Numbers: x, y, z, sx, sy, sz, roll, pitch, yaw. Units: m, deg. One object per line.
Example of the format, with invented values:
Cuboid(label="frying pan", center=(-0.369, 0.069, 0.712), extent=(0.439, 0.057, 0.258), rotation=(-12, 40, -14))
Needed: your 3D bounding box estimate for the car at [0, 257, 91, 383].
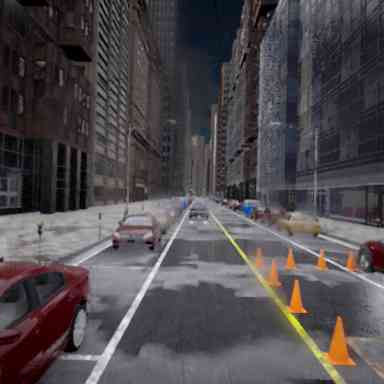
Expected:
Cuboid(label="car", center=(-2.435, 1.508, 3.448), extent=(1.887, 1.381, 4.507), rotation=(2, 0, 1))

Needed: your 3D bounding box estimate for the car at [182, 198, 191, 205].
Cuboid(label="car", center=(-1.298, 2.152, 76.259), extent=(1.947, 1.339, 4.313), rotation=(2, 0, 1))

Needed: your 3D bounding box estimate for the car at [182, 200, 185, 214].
Cuboid(label="car", center=(-1.997, 1.747, 31.452), extent=(1.887, 1.381, 4.507), rotation=(2, 0, 1))

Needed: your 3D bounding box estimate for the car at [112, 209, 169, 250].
Cuboid(label="car", center=(-2.261, 1.641, 14.649), extent=(1.802, 1.307, 4.206), rotation=(2, 0, 1))

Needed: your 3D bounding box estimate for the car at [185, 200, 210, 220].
Cuboid(label="car", center=(0.692, 1.825, 31.887), extent=(2.033, 1.411, 5.357), rotation=(2, 0, 1))

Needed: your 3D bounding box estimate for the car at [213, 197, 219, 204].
Cuboid(label="car", center=(7.398, 2.476, 87.339), extent=(1.947, 1.339, 4.313), rotation=(2, 0, 1))

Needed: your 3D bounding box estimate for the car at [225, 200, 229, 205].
Cuboid(label="car", center=(6.878, 2.060, 53.732), extent=(1.967, 1.590, 4.097), rotation=(2, 0, 1))

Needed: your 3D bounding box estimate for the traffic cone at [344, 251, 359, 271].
Cuboid(label="traffic cone", center=(5.092, 2.178, 10.633), extent=(0.340, 0.580, 0.340), rotation=(2, 0, 3))

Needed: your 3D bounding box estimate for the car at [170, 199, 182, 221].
Cuboid(label="car", center=(-2.081, 1.595, 25.852), extent=(1.967, 1.590, 4.097), rotation=(2, 0, 1))

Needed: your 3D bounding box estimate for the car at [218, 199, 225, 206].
Cuboid(label="car", center=(7.137, 2.309, 70.535), extent=(1.887, 1.381, 4.507), rotation=(2, 0, 1))

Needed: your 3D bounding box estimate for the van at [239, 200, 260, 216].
Cuboid(label="van", center=(6.618, 1.818, 36.929), extent=(1.690, 1.788, 3.998), rotation=(2, 0, 1))

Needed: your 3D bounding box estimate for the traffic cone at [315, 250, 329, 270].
Cuboid(label="traffic cone", center=(4.150, 2.153, 10.630), extent=(0.340, 0.580, 0.340), rotation=(2, 0, 1))

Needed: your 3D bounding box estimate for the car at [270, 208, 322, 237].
Cuboid(label="car", center=(6.352, 1.860, 20.293), extent=(1.752, 1.417, 4.829), rotation=(2, 0, 1))

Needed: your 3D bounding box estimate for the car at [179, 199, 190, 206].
Cuboid(label="car", center=(-1.473, 2.056, 65.058), extent=(1.947, 1.339, 4.313), rotation=(2, 0, 1))

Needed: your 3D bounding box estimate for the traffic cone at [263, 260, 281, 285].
Cuboid(label="traffic cone", center=(2.120, 2.083, 8.662), extent=(0.340, 0.580, 0.340), rotation=(2, 0, 1))

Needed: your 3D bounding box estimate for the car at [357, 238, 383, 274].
Cuboid(label="car", center=(6.177, 1.678, 8.921), extent=(1.967, 1.590, 4.097), rotation=(2, 0, 1))

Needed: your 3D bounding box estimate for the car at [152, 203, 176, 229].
Cuboid(label="car", center=(-2.174, 1.631, 20.081), extent=(1.752, 1.417, 4.829), rotation=(2, 0, 1))

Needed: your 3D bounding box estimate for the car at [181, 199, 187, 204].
Cuboid(label="car", center=(-1.910, 1.795, 37.054), extent=(1.887, 1.381, 4.507), rotation=(2, 0, 1))

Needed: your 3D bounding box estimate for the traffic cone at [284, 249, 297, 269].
Cuboid(label="traffic cone", center=(3.150, 2.126, 10.646), extent=(0.340, 0.580, 0.340), rotation=(2, 0, 1))

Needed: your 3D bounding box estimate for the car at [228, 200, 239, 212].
Cuboid(label="car", center=(6.787, 2.117, 48.130), extent=(1.887, 1.381, 4.507), rotation=(2, 0, 1))

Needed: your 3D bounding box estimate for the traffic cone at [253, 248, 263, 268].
Cuboid(label="traffic cone", center=(2.151, 2.100, 10.662), extent=(0.340, 0.580, 0.340), rotation=(2, 0, 1))

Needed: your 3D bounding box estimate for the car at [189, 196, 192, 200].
Cuboid(label="car", center=(-1.556, 1.882, 59.458), extent=(1.967, 1.590, 4.097), rotation=(2, 0, 1))

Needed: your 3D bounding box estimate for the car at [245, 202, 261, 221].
Cuboid(label="car", center=(6.524, 1.973, 31.326), extent=(1.887, 1.381, 4.507), rotation=(2, 0, 1))

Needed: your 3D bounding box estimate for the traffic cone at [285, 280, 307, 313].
Cuboid(label="traffic cone", center=(2.088, 2.066, 6.663), extent=(0.340, 0.580, 0.340), rotation=(2, 0, 1))

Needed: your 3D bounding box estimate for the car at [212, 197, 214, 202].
Cuboid(label="car", center=(7.486, 2.525, 92.940), extent=(1.947, 1.339, 4.313), rotation=(2, 0, 1))

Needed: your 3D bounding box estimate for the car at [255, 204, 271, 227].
Cuboid(label="car", center=(6.437, 1.926, 25.725), extent=(1.887, 1.381, 4.507), rotation=(2, 0, 1))

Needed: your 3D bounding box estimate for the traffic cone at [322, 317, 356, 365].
Cuboid(label="traffic cone", center=(2.057, 2.049, 4.663), extent=(0.340, 0.580, 0.340), rotation=(2, 0, 1))

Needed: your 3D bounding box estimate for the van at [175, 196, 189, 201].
Cuboid(label="van", center=(-1.728, 1.687, 48.257), extent=(1.690, 1.788, 3.998), rotation=(2, 0, 1))
